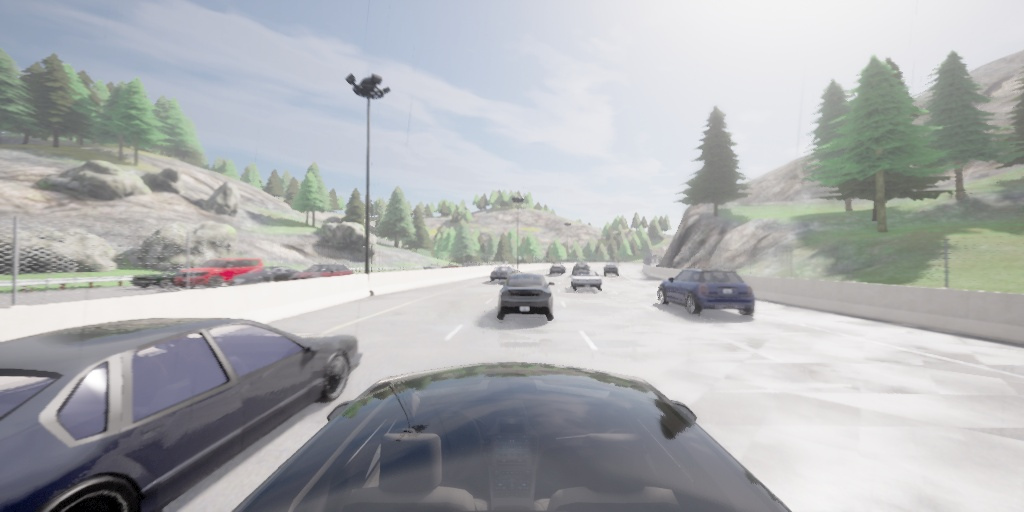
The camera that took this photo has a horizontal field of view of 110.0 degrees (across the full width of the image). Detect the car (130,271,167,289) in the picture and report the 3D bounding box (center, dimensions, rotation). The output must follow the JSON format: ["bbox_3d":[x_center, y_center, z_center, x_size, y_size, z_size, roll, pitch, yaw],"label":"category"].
[{"bbox_3d":[-23.237,1.530,24.986,1.895,1.301,4.718,0,-1,6],"label":"car"}]

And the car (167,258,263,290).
[{"bbox_3d":[-19.741,1.161,24.764,2.150,2.045,5.566,0,-1,7],"label":"car"}]

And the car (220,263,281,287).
[{"bbox_3d":[-16.269,1.438,24.141,2.128,1.511,4.902,0,-1,6],"label":"car"}]

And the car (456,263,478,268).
[{"bbox_3d":[-7.723,1.947,64.307,1.837,1.490,4.892,0,-1,18],"label":"car"}]

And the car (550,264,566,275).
[{"bbox_3d":[6.367,1.817,49.394,2.128,1.511,4.902,0,-1,15],"label":"car"}]

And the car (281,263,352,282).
[{"bbox_3d":[-12.740,1.312,24.151,2.097,1.767,4.553,0,-1,7],"label":"car"}]

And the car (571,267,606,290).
[{"bbox_3d":[5.129,1.642,25.188,1.895,1.301,4.718,0,-1,7],"label":"car"}]

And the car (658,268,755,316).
[{"bbox_3d":[7.639,1.279,14.602,2.097,1.767,4.553,0,-1,4],"label":"car"}]

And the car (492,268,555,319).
[{"bbox_3d":[0.541,1.395,13.500,1.837,1.490,4.892,0,0,4],"label":"car"}]

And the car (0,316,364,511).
[{"bbox_3d":[-3.347,1.304,3.378,2.033,1.411,5.357,0,-1,0],"label":"car"}]

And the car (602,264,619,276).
[{"bbox_3d":[13.286,1.843,48.161,1.837,1.490,4.892,0,0,15],"label":"car"}]

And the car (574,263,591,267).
[{"bbox_3d":[8.692,1.628,44.393,2.097,1.767,4.553,0,-1,14],"label":"car"}]

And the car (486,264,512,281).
[{"bbox_3d":[-0.702,1.663,33.573,2.033,1.411,5.357,0,-1,10],"label":"car"}]
